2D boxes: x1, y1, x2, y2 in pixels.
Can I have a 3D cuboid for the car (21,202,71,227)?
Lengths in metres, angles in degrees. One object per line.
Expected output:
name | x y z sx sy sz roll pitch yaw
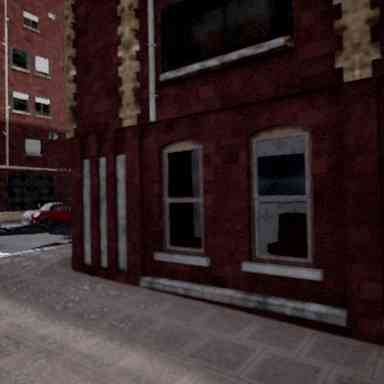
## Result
car | -9.033 1.383 21.909 1.967 1.590 4.097 -1 0 35
